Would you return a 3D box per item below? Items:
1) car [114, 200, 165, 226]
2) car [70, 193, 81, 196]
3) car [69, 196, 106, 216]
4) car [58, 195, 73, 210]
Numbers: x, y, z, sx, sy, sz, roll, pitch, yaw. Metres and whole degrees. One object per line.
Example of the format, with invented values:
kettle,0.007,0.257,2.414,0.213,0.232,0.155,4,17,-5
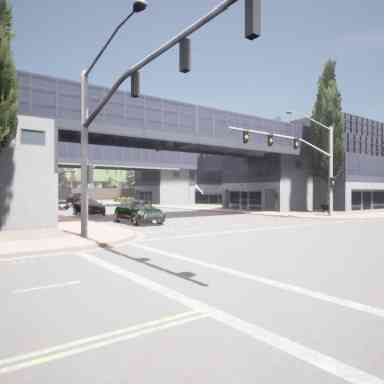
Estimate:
car,-3.771,1.352,23.552,2.097,1.767,4.553,0,0,-36
car,-20.706,1.222,59.042,2.150,2.045,5.566,0,0,-36
car,-9.932,1.478,32.013,1.882,1.535,5.008,0,0,-36
car,-16.708,1.492,41.336,2.128,1.511,4.902,0,0,-36
